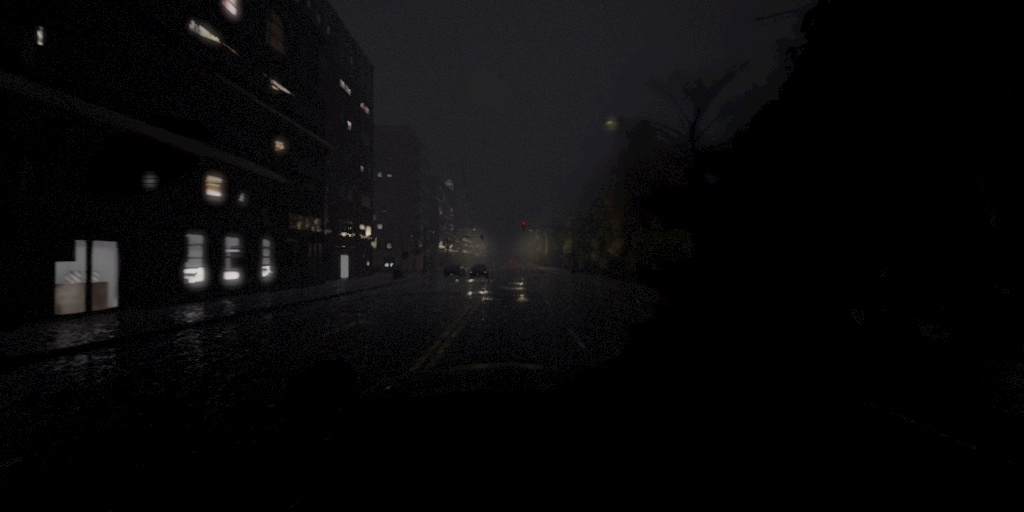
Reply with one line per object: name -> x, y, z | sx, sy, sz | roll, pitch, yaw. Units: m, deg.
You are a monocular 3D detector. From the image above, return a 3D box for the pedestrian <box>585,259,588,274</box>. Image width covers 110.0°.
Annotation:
pedestrian -> 8.999, 1.234, 43.259 | 0.375, 1.860, 0.375 | 0, 0, 0

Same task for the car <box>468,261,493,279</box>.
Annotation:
car -> -3.317, 1.567, 37.188 | 1.812, 1.442, 4.674 | 0, -1, 0

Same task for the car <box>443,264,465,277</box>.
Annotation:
car -> -6.529, 1.625, 41.374 | 2.033, 1.411, 5.357 | 0, -1, 0

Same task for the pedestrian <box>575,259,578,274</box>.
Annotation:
pedestrian -> 7.999, 1.244, 44.458 | 0.375, 1.860, 0.375 | 0, 0, 0

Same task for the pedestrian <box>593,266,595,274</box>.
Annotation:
pedestrian -> 9.999, 1.806, 43.854 | 0.500, 1.100, 0.500 | 0, 0, 0

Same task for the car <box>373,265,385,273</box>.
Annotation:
car -> -22.796, 2.064, 58.266 | 4.207, 1.307, 1.802 | 0, 0, -1
